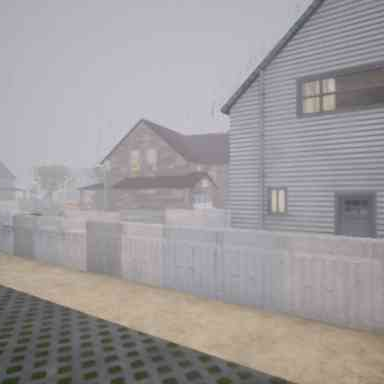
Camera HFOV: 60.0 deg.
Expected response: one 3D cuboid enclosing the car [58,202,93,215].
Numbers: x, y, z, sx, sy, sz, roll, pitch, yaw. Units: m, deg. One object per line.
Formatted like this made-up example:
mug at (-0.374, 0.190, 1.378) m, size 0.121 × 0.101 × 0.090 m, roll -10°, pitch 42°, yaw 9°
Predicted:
car at (-14.819, 2.071, 42.699) m, size 1.882 × 1.535 × 5.008 m, roll 0°, pitch -1°, yaw 22°
